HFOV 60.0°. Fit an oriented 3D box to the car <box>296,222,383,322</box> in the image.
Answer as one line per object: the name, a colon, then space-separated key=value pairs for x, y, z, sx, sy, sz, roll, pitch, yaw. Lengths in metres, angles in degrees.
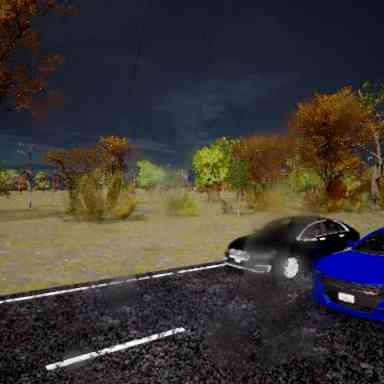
car: x=4.589 y=1.475 z=6.959 sx=5.008 sy=1.535 sz=1.882 roll=0 pitch=0 yaw=-36

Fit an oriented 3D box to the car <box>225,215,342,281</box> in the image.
car: x=3.157 y=1.502 z=9.930 sx=4.892 sy=1.490 sz=1.837 roll=0 pitch=0 yaw=-36
